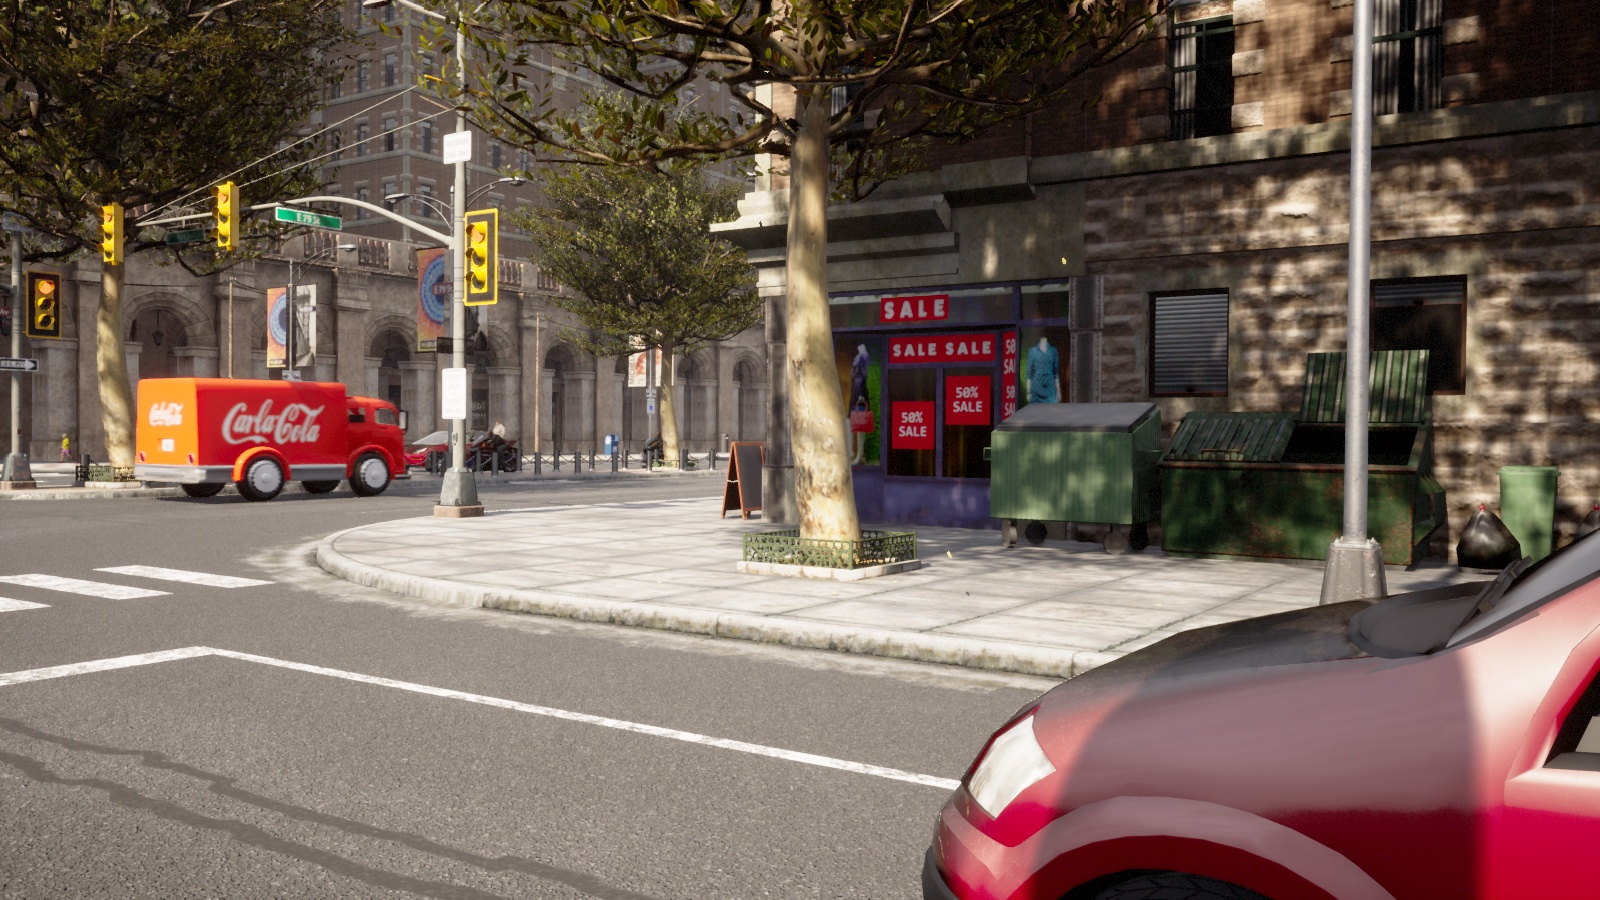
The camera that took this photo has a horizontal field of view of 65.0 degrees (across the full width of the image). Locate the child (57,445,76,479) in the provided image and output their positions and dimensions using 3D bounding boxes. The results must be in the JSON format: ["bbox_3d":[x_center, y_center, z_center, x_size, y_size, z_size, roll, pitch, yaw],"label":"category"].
[{"bbox_3d":[-25.481,0.403,43.650,0.299,1.160,0.473,0,1,34],"label":"child"}]

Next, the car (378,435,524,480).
[{"bbox_3d":[-12.458,0.228,45.087,2.163,1.488,4.792,0,1,34],"label":"car"}]

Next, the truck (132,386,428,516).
[{"bbox_3d":[-10.914,-0.022,26.765,2.627,2.467,5.204,0,1,35],"label":"truck"}]

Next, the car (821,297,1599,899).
[{"bbox_3d":[2.221,0.580,2.146,3.988,1.617,1.851,0,1,34],"label":"car"}]

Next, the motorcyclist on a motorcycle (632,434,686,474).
[{"bbox_3d":[-5.500,0.145,49.158,0.866,1.530,2.191,0,1,34],"label":"motorcyclist on a motorcycle"}]

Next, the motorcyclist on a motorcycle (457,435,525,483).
[{"bbox_3d":[-10.315,0.286,42.000,0.866,1.530,2.191,0,1,34],"label":"motorcyclist on a motorcycle"}]
